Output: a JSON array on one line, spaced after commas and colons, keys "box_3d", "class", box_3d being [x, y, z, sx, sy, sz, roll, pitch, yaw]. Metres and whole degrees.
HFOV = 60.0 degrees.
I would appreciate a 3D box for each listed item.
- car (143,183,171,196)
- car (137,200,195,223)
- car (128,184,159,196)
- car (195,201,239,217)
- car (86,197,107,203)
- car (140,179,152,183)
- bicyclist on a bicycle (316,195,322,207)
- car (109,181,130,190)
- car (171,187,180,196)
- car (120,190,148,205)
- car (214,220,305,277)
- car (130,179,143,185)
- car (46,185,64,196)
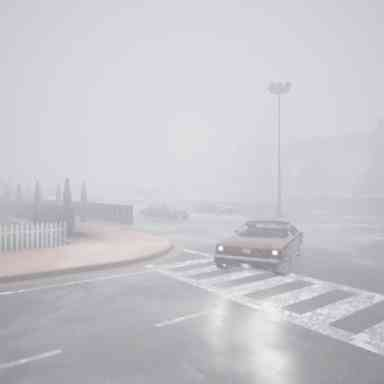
[{"box_3d": [-6.587, -0.187, 61.303, 1.882, 1.535, 5.008, 0, 7, -37], "class": "car"}, {"box_3d": [-2.177, 1.596, 26.101, 1.895, 1.301, 4.718, 0, 0, -37], "class": "car"}, {"box_3d": [-8.556, 0.058, 57.927, 2.033, 1.411, 5.357, 0, 6, -37], "class": "car"}, {"box_3d": [2.081, 1.539, 32.073, 2.033, 1.411, 5.357, 0, 0, -37], "class": "car"}, {"box_3d": [-11.137, 1.250, 37.913, 1.994, 1.385, 4.181, 0, 3, -38], "class": "car"}, {"box_3d": [-10.504, -1.827, 72.186, 2.150, 2.045, 5.566, 0, 7, -37], "class": "car"}, {"box_3d": [18.061, 1.291, 47.375, 1.656, 1.620, 0.582, 0, 0, -37], "class": "bicyclist on a bicycle"}, {"box_3d": [-14.819, -1.300, 66.260, 1.882, 1.535, 5.008, 0, 7, -37], "class": "car"}, {"box_3d": [-4.196, -0.267, 63.944, 1.882, 1.535, 5.008, 0, 7, -37], "class": "car"}, {"box_3d": [-8.414, 0.922, 45.942, 1.812, 1.442, 4.674, 0, 4, -37], "class": "car"}, {"box_3d": [2.350, 1.601, 10.591, 1.895, 1.301, 4.718, 0, 0, 25], "class": "car"}, {"box_3d": [-12.828, -1.487, 69.603, 1.882, 1.535, 5.008, 0, 7, -37], "class": "car"}, {"box_3d": [-21.193, -0.258, 51.401, 1.837, 1.490, 4.892, 0, 6, -36], "class": "car"}]
